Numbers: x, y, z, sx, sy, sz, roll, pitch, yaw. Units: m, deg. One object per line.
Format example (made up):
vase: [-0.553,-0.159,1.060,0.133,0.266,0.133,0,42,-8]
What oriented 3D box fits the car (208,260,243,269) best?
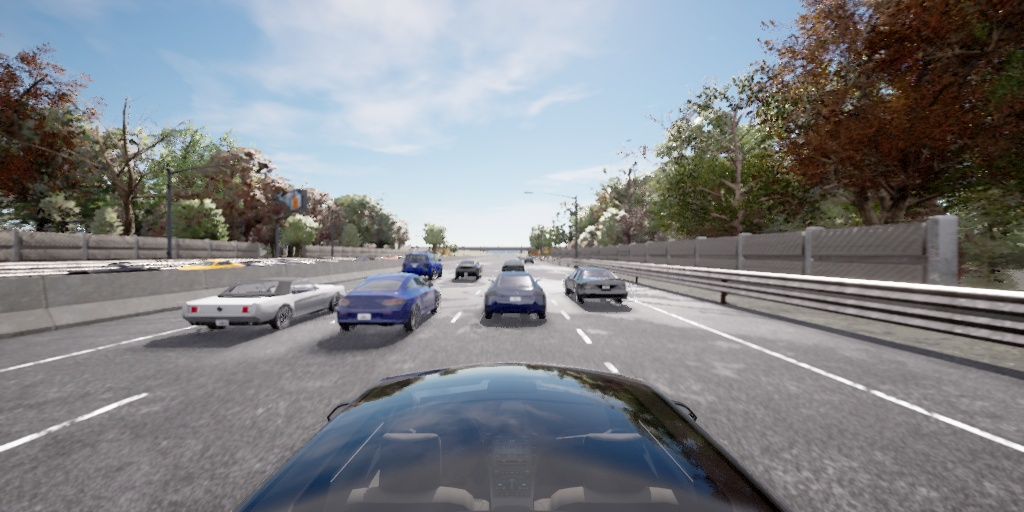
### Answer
car: [-21.097,1.179,28.549,1.895,1.301,4.718,0,0,0]

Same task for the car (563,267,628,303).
car: [3.524,1.204,15.938,2.033,1.411,5.357,0,0,0]

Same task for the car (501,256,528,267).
car: [0.101,1.045,30.419,1.882,1.535,5.008,0,0,0]

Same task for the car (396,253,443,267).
car: [-6.900,0.803,28.083,2.150,2.045,5.566,0,0,0]

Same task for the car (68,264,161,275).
car: [-28.098,1.198,25.515,1.895,1.301,4.718,0,0,0]

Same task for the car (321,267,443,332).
car: [-3.399,1.218,10.544,1.812,1.442,4.674,0,0,0]

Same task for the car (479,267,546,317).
car: [0.100,1.243,12.715,1.994,1.385,4.181,0,0,0]

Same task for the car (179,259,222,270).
car: [-24.595,1.050,29.480,1.882,1.535,5.008,0,0,0]

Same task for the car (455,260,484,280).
car: [-3.400,1.082,28.851,1.837,1.490,4.892,0,0,0]

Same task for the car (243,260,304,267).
car: [-17.596,1.077,27.517,2.128,1.511,4.902,0,0,0]

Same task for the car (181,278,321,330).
car: [-6.902,1.292,10.772,1.895,1.301,4.718,0,0,0]
